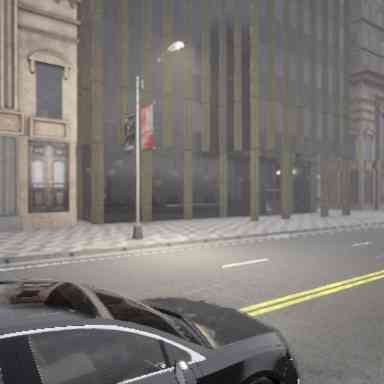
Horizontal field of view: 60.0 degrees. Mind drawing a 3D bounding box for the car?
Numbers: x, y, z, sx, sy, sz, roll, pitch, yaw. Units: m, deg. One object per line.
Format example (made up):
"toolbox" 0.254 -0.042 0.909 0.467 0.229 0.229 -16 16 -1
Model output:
"car" -1.194 1.507 2.587 4.892 1.490 1.837 1 0 -35
